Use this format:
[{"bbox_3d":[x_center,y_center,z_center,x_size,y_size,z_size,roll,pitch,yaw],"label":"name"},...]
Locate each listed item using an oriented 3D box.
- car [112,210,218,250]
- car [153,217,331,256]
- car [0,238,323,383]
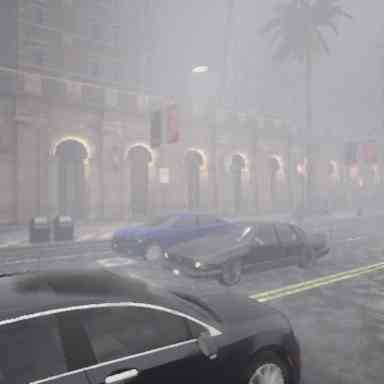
[{"bbox_3d":[-0.451,1.473,12.268,5.008,1.535,1.882,0,0,-35],"label":"car"},{"bbox_3d":[1.795,1.543,9.570,5.357,1.411,2.033,0,0,-35],"label":"car"},{"bbox_3d":[-1.033,1.504,3.012,4.892,1.490,1.837,0,0,-35],"label":"car"}]
